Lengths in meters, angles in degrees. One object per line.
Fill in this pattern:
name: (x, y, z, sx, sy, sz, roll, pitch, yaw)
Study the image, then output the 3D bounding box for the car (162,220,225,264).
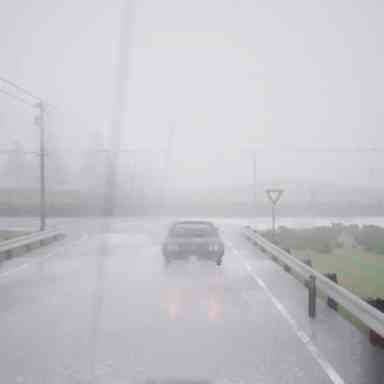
car: (0.044, 1.679, 12.074, 1.895, 1.301, 4.718, 0, 0, 0)
